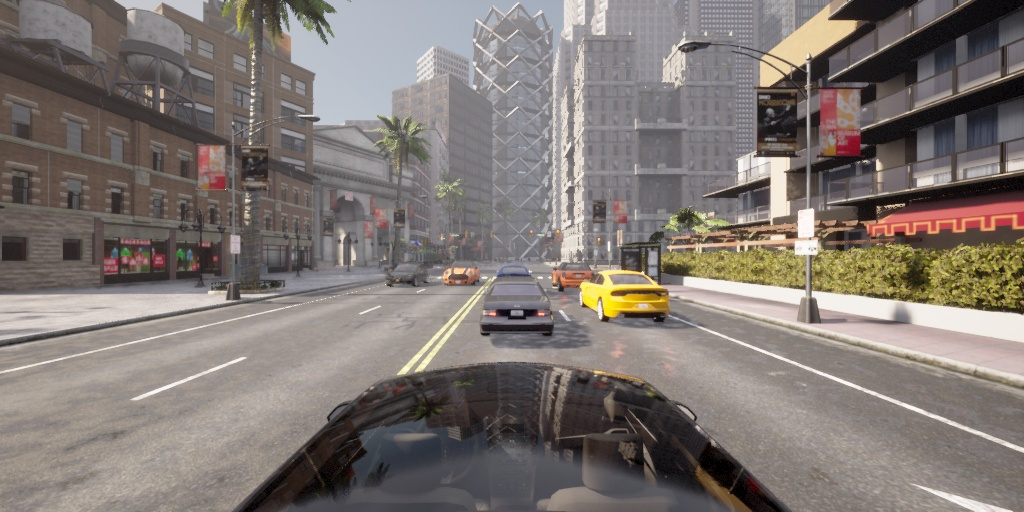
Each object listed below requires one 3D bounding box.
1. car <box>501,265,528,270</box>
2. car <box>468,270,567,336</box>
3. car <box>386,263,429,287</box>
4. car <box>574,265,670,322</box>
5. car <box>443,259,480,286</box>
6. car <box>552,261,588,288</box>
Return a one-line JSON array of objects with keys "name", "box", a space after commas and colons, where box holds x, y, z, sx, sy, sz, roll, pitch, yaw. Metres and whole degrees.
[{"name": "car", "box": [0.116, 1.228, 20.173, 1.882, 1.535, 5.008, 0, 0, 0]}, {"name": "car", "box": [0.108, 1.297, 10.386, 2.033, 1.411, 5.357, 0, 0, 0]}, {"name": "car", "box": [-6.991, 1.258, 24.380, 1.837, 1.490, 4.892, 0, 0, 0]}, {"name": "car", "box": [3.614, 1.228, 12.358, 1.882, 1.535, 5.008, 0, 0, 0]}, {"name": "car", "box": [-3.481, 1.105, 25.444, 2.097, 1.767, 4.553, 0, 0, 0]}, {"name": "car", "box": [3.617, 1.102, 21.572, 2.097, 1.767, 4.553, 0, 0, 0]}]
